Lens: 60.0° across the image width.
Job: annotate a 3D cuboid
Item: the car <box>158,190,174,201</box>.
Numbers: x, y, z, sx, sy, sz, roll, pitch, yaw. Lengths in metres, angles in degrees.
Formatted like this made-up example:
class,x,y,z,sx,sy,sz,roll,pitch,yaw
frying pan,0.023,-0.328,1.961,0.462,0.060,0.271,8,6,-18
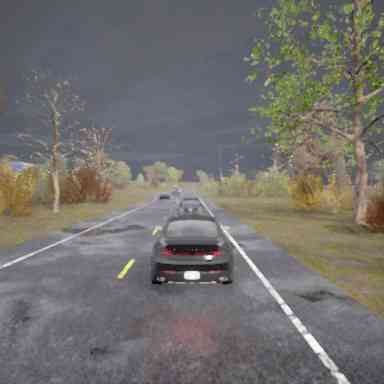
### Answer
class,x,y,z,sx,sy,sz,roll,pitch,yaw
car,-4.128,0.704,50.774,1.895,1.301,4.718,0,1,-3

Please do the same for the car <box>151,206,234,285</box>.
class,x,y,z,sx,sy,sz,roll,pitch,yaw
car,0.011,1.348,8.964,1.837,1.490,4.892,0,1,0

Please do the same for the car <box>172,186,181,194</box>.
class,x,y,z,sx,sy,sz,roll,pitch,yaw
car,-4.149,-0.501,87.948,2.150,2.045,5.566,0,1,0

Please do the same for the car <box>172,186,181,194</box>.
class,x,y,z,sx,sy,sz,roll,pitch,yaw
car,-3.976,-0.104,80.527,2.033,1.411,5.357,0,1,-2

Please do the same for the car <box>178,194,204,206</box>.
class,x,y,z,sx,sy,sz,roll,pitch,yaw
car,-0.082,1.134,23.878,2.033,1.411,5.357,0,1,0
